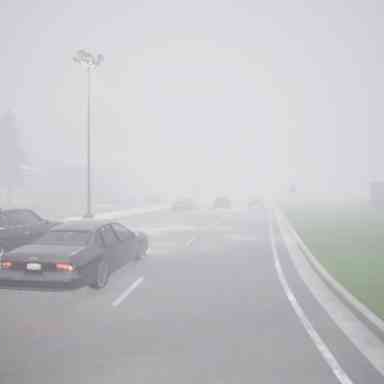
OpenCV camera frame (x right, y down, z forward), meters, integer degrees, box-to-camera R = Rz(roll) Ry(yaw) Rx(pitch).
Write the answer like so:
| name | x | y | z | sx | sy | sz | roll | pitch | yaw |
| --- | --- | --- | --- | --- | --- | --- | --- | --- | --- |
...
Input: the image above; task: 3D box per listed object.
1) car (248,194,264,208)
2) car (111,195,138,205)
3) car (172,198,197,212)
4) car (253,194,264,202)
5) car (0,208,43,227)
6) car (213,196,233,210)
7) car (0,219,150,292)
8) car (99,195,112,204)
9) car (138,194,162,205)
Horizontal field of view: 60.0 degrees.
| name | x | y | z | sx | sy | sz | roll | pitch | yaw |
| --- | --- | --- | --- | --- | --- | --- | --- | --- | --- |
| car | 8.234 | 1.235 | 42.974 | 2.033 | 1.411 | 5.357 | 0 | 0 | 13 |
| car | -9.571 | 1.248 | 48.947 | 1.895 | 1.301 | 4.718 | 0 | 0 | 13 |
| car | -0.719 | 1.310 | 35.113 | 1.994 | 1.385 | 4.181 | 0 | 0 | 13 |
| car | 12.790 | 1.086 | 63.555 | 2.033 | 1.411 | 5.357 | 0 | 0 | 13 |
| car | -5.846 | 1.275 | 10.647 | 2.097 | 1.767 | 4.553 | 0 | 0 | 9 |
| car | 3.615 | 1.226 | 38.421 | 1.837 | 1.490 | 4.892 | 0 | 0 | 13 |
| car | -2.699 | 1.482 | 8.963 | 2.033 | 1.411 | 5.357 | 0 | 0 | 9 |
| car | -12.617 | 1.195 | 51.294 | 1.994 | 1.385 | 4.181 | 0 | 0 | 13 |
| car | -5.852 | 1.146 | 49.514 | 1.837 | 1.490 | 4.892 | 0 | 1 | 13 |
